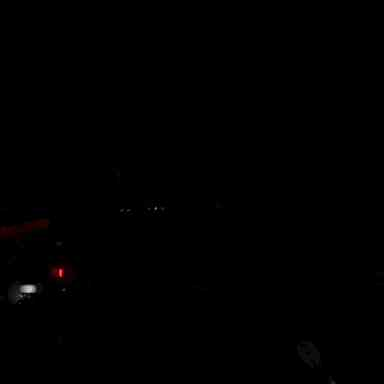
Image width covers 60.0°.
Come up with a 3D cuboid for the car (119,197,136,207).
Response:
[{"bbox_3d":[-9.846,1.453,51.119,2.128,1.511,4.902,0,0,0],"label":"car"}]

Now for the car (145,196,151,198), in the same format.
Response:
[{"bbox_3d":[-6.595,1.467,51.537,1.837,1.490,4.892,0,0,0],"label":"car"}]

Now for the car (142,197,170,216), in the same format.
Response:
[{"bbox_3d":[-3.160,1.502,31.598,2.033,1.411,5.357,0,0,0],"label":"car"}]

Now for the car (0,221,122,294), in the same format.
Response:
[{"bbox_3d":[-3.157,1.578,8.653,1.895,1.301,4.718,0,0,0],"label":"car"}]

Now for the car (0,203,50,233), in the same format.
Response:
[{"bbox_3d":[-6.604,1.324,11.393,2.097,1.767,4.553,0,0,0],"label":"car"}]
